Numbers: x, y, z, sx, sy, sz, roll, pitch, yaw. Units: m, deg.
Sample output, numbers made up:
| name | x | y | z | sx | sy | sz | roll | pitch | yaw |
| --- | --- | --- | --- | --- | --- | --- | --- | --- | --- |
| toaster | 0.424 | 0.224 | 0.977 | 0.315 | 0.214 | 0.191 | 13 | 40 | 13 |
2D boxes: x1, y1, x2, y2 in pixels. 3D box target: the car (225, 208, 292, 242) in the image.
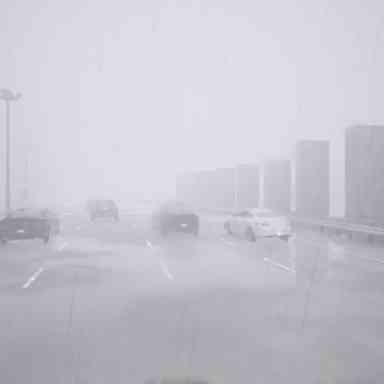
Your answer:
| name | x | y | z | sx | sy | sz | roll | pitch | yaw |
| --- | --- | --- | --- | --- | --- | --- | --- | --- | --- |
| car | 3.130 | 1.525 | 16.335 | 1.812 | 1.442 | 4.674 | 0 | 0 | -14 |

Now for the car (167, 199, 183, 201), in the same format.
| name | x | y | z | sx | sy | sz | roll | pitch | yaw |
| --- | --- | --- | --- | --- | --- | --- | --- | --- | --- |
| car | -1.842 | 1.501 | 33.389 | 1.837 | 1.490 | 4.892 | 0 | -1 | -19 |

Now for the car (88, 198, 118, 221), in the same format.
| name | x | y | z | sx | sy | sz | roll | pitch | yaw |
| --- | --- | --- | --- | --- | --- | --- | --- | --- | --- |
| car | -7.336 | 1.351 | 27.631 | 2.097 | 1.767 | 4.553 | 0 | 0 | -17 |

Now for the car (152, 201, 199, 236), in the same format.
| name | x | y | z | sx | sy | sz | roll | pitch | yaw |
| --- | --- | --- | --- | --- | --- | --- | --- | --- | --- |
| car | -1.029 | 1.476 | 18.459 | 1.882 | 1.535 | 5.008 | 0 | 0 | -14 |

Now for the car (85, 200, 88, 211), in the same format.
| name | x | y | z | sx | sy | sz | roll | pitch | yaw |
| --- | --- | --- | --- | --- | --- | --- | --- | --- | --- |
| car | -12.027 | 1.476 | 40.774 | 1.882 | 1.535 | 5.008 | 0 | 0 | -22 |

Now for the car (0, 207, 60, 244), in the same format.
| name | x | y | z | sx | sy | sz | roll | pitch | yaw |
| --- | --- | --- | --- | --- | --- | --- | --- | --- | --- |
| car | -7.633 | 1.477 | 16.042 | 1.882 | 1.535 | 5.008 | 0 | 0 | -14 |
